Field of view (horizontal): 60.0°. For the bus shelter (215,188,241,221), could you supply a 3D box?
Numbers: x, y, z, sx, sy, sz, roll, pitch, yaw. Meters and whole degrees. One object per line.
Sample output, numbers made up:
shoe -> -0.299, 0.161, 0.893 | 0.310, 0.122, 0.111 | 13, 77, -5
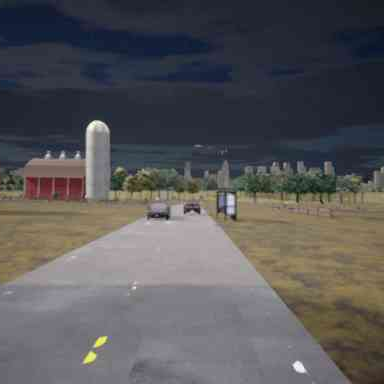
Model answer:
bus shelter -> 3.132, 1.061, 29.446 | 1.920, 2.740, 3.880 | 0, -1, 0

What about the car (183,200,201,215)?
car -> 0.017, 1.815, 38.895 | 1.837, 1.490, 4.892 | 0, -1, 0

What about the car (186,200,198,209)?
car -> 0.016, 2.071, 55.290 | 1.812, 1.442, 4.674 | 0, -1, 0

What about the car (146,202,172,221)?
car -> -2.841, 1.664, 29.343 | 1.882, 1.535, 5.008 | 0, -1, 0
